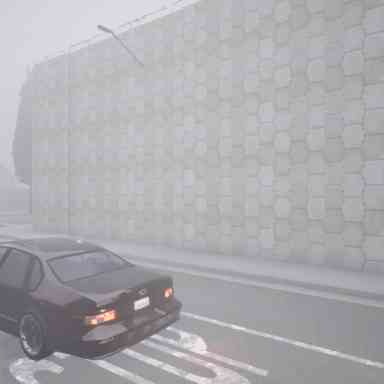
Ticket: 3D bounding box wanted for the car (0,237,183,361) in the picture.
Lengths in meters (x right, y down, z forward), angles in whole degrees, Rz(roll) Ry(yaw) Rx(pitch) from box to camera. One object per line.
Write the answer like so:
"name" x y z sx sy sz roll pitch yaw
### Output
"car" -2.725 1.547 5.927 5.357 1.411 2.033 0 0 35
